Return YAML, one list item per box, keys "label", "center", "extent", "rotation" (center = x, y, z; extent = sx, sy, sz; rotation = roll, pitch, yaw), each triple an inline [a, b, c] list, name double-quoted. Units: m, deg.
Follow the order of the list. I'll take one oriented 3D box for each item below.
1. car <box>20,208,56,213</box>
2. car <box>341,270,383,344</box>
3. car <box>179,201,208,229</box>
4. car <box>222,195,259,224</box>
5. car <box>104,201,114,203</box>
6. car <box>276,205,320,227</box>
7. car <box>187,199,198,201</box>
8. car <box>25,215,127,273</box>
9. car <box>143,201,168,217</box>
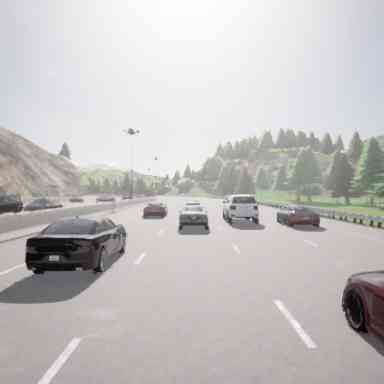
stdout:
- label: "car"
  center: [-14.093, 1.363, 31.547]
  extent: [2.097, 1.767, 4.553]
  rotation: [0, 0, 0]
- label: "car"
  center: [3.600, 1.565, 4.142]
  extent: [1.994, 1.385, 4.181]
  rotation: [0, 0, 0]
- label: "car"
  center: [0.101, 1.554, 21.621]
  extent: [2.033, 1.411, 5.357]
  rotation: [0, 0, 0]
- label: "car"
  center: [3.601, 1.229, 25.289]
  extent: [2.150, 2.045, 5.566]
  rotation: [0, 0, 0]
- label: "car"
  center: [-17.499, 1.576, 70.480]
  extent: [1.994, 1.385, 4.181]
  rotation: [0, 0, 0]
- label: "car"
  center: [7.101, 1.571, 22.671]
  extent: [1.994, 1.385, 4.181]
  rotation: [0, 0, 0]
- label: "car"
  center: [0.100, 1.560, 40.814]
  extent: [2.033, 1.411, 5.357]
  rotation: [0, 0, 0]
- label: "car"
  center: [-3.400, 1.481, 10.680]
  extent: [1.882, 1.535, 5.008]
  rotation: [0, 0, 0]
- label: "car"
  center: [-3.399, 1.574, 31.478]
  extent: [1.994, 1.385, 4.181]
  rotation: [0, 0, 0]
